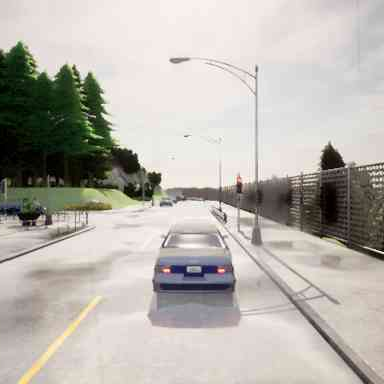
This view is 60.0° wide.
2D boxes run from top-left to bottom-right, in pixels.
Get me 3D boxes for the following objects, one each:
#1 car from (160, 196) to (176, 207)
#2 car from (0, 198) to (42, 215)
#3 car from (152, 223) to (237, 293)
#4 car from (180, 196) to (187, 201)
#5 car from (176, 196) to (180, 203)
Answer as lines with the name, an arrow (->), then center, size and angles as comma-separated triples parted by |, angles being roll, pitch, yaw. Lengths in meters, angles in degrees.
car -> -4.010, 1.551, 52.532 | 1.837, 1.490, 4.892 | 0, 0, 0
car -> -16.952, 1.380, 32.030 | 4.553, 1.767, 2.097 | 0, 0, 0
car -> 0.061, 1.556, 8.983 | 2.033, 1.411, 5.357 | 0, 0, 1
car -> -3.667, 1.617, 86.823 | 5.357, 1.411, 2.033 | 0, 0, 40
car -> -3.936, 1.584, 65.499 | 1.812, 1.442, 4.674 | 0, 0, 1
